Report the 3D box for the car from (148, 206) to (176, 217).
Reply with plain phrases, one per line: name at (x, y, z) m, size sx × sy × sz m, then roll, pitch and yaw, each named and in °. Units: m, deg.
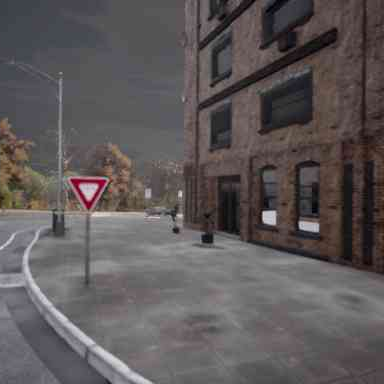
car at (-3.810, 2.540, 43.427) m, size 1.812 × 1.442 × 4.674 m, roll 1°, pitch -3°, yaw 30°
